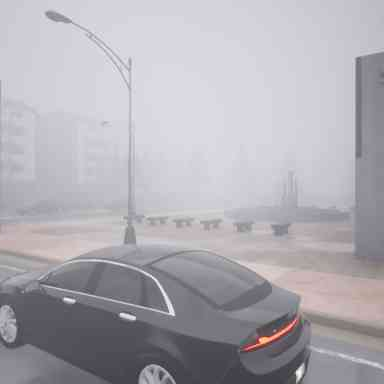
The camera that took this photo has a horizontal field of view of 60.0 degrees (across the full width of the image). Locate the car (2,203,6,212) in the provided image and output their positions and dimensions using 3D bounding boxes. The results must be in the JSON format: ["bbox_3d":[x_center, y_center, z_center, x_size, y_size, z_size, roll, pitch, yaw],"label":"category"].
[{"bbox_3d":[-20.246,1.492,31.264,2.128,1.511,4.902,0,0,35],"label":"car"}]

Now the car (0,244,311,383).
[{"bbox_3d":[-0.922,1.505,4.649,4.892,1.490,1.837,0,0,35],"label":"car"}]

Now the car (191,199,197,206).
[{"bbox_3d":[2.119,1.507,54.945,4.892,1.490,1.837,1,-1,-29],"label":"car"}]

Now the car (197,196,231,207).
[{"bbox_3d":[3.823,1.493,51.908,4.902,1.511,2.128,0,0,-28],"label":"car"}]

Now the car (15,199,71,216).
[{"bbox_3d":[-14.879,1.505,32.959,1.837,1.490,4.892,0,0,34],"label":"car"}]

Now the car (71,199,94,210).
[{"bbox_3d":[-14.130,1.526,40.193,1.812,1.442,4.674,0,0,37],"label":"car"}]

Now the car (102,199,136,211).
[{"bbox_3d":[-8.935,1.564,41.123,1.994,1.385,4.181,0,0,40],"label":"car"}]
